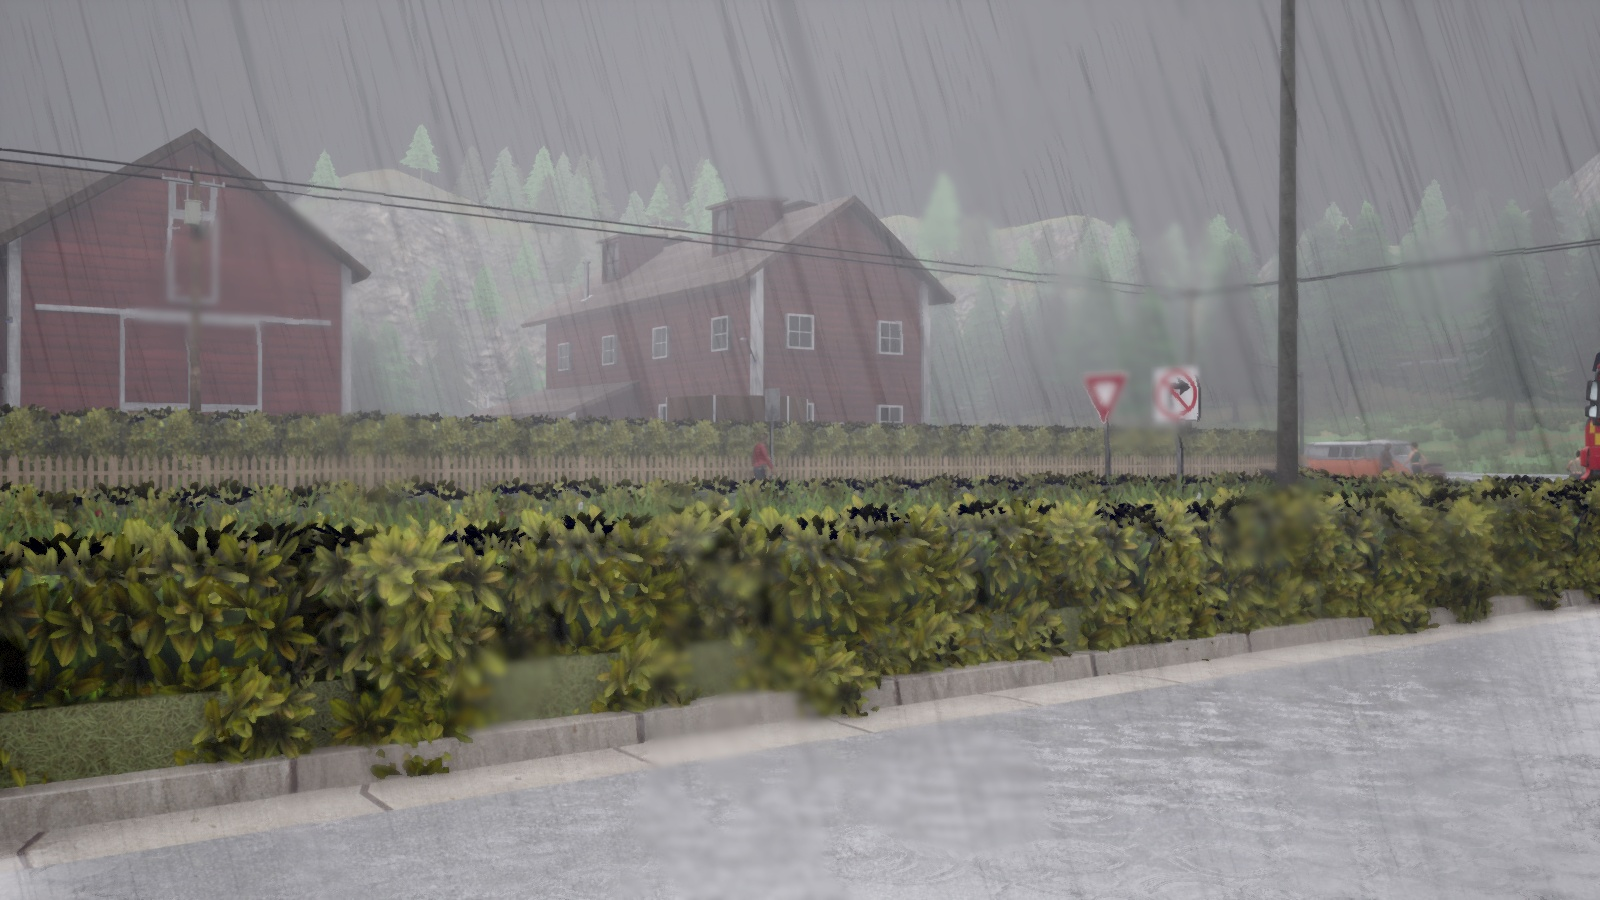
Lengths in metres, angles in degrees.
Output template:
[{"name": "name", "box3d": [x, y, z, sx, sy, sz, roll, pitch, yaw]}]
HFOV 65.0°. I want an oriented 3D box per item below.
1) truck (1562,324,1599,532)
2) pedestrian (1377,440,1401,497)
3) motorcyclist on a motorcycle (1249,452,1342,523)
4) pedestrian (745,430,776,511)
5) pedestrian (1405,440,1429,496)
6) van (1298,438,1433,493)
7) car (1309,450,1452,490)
[{"name": "truck", "box3d": [16.451, -0.409, 19.999, 2.891, 3.827, 8.468, 0, 0, -5]}, {"name": "pedestrian", "box3d": [19.227, 0.590, 40.982, 0.331, 1.846, 0.634, 0, 0, -34]}, {"name": "motorcyclist on a motorcycle", "box3d": [11.138, 0.822, 28.193, 2.191, 1.530, 0.866, 0, 0, -35]}, {"name": "pedestrian", "box3d": [-0.901, 0.471, 28.906, 0.636, 1.846, 0.331, 0, 0, -33]}, {"name": "pedestrian", "box3d": [20.239, 0.583, 41.192, 0.345, 1.836, 0.594, 0, 0, -27]}, {"name": "van", "box3d": [21.215, 0.563, 47.299, 1.775, 1.987, 4.442, 0, 0, -28]}, {"name": "car", "box3d": [23.382, 0.792, 50.760, 1.882, 1.535, 5.008, 0, 0, -34]}]
